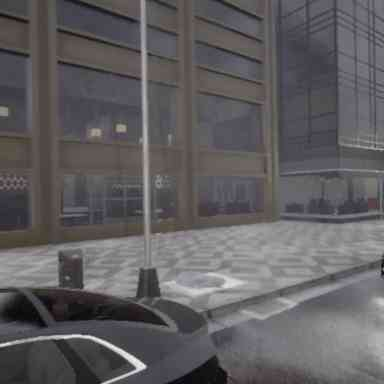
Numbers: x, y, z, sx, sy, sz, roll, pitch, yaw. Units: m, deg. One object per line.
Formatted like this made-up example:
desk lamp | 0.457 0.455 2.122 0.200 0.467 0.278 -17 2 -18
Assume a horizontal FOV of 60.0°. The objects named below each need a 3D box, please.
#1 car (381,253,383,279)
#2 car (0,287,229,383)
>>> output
car | 6.502 1.398 8.215 4.902 1.511 2.128 -1 0 -37
car | -1.939 1.556 1.992 4.892 1.490 1.837 -1 0 -38
